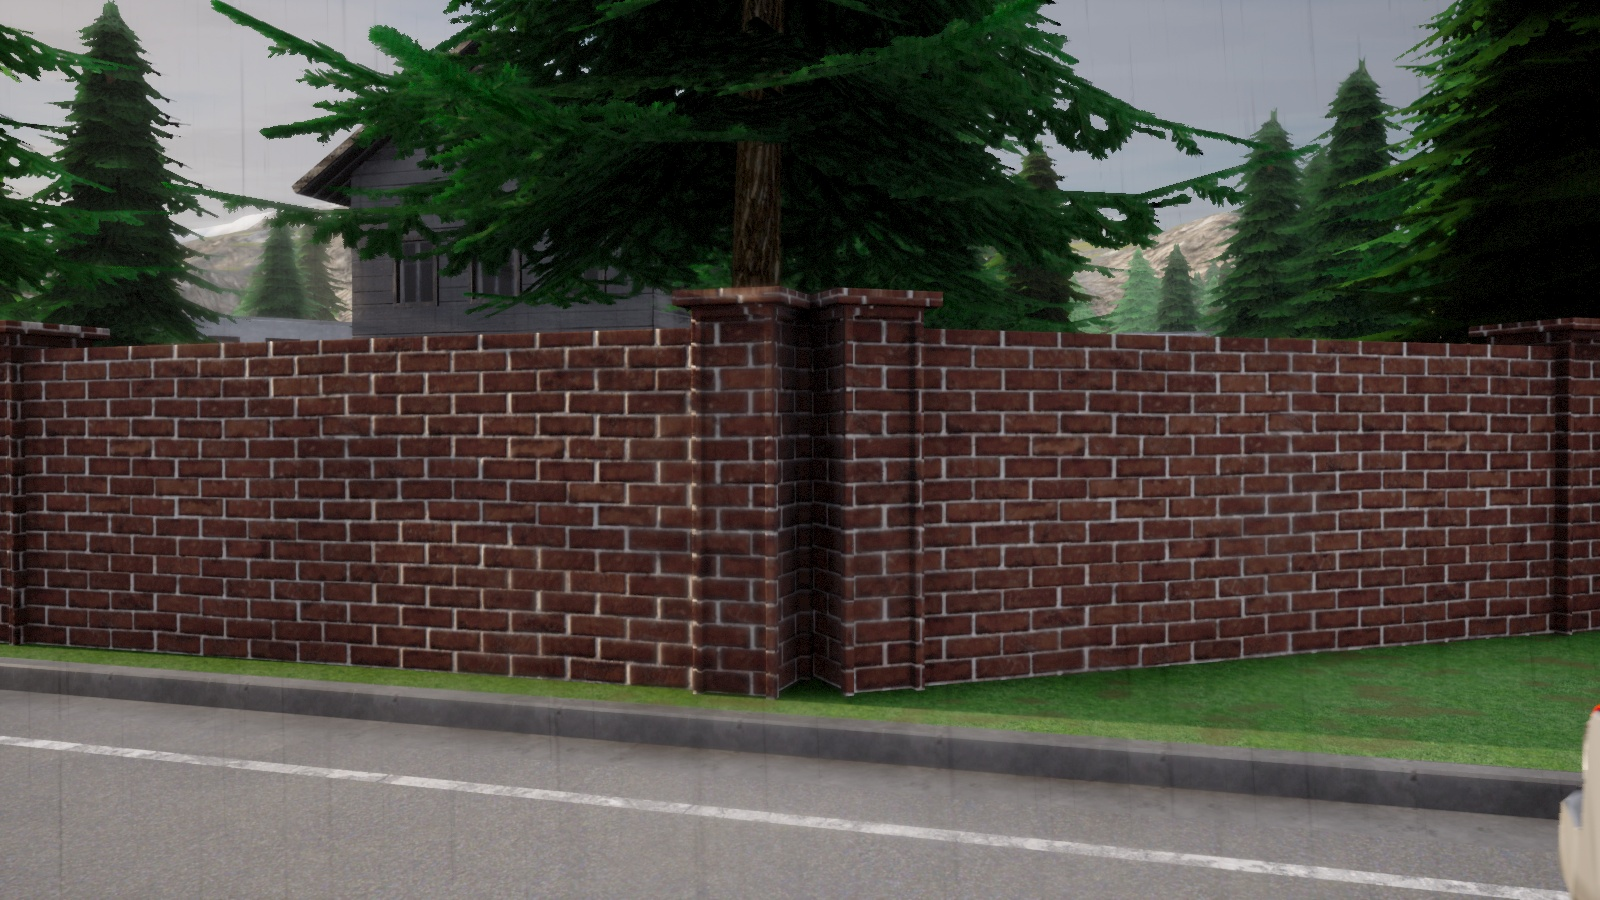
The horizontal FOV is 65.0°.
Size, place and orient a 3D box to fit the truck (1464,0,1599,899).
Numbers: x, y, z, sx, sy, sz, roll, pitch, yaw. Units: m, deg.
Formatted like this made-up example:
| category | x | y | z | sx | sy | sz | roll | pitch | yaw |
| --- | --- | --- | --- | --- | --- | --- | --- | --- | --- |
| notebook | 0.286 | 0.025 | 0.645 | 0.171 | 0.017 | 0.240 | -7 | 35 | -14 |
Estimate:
| category | x | y | z | sx | sy | sz | roll | pitch | yaw |
| --- | --- | --- | --- | --- | --- | --- | --- | --- | --- |
| truck | 4.119 | 0.337 | 1.799 | 5.204 | 2.467 | 2.627 | 1 | 1 | 19 |
